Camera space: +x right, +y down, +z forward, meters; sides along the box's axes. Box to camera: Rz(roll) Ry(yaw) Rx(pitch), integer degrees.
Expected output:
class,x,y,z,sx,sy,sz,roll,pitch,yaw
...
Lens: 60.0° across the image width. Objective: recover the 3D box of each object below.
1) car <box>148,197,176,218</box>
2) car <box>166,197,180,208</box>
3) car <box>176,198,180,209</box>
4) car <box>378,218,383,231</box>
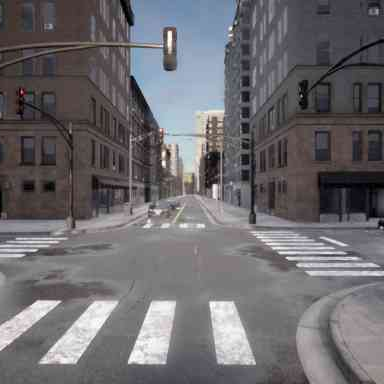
class,x,y,z,sx,sy,sz,roll,pitch,yaw
car,-2.836,1.499,30.020,2.128,1.511,4.902,0,0,0
car,-2.807,1.557,50.215,1.812,1.442,4.674,0,0,0
car,-2.823,1.618,39.657,1.895,1.301,4.718,0,0,0
car,12.379,1.563,17.894,4.313,1.339,1.947,0,0,0
